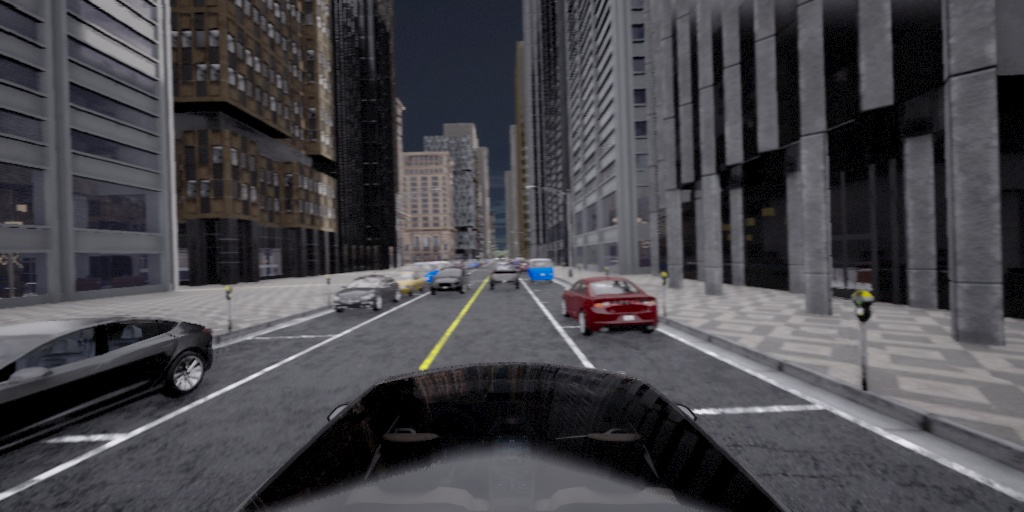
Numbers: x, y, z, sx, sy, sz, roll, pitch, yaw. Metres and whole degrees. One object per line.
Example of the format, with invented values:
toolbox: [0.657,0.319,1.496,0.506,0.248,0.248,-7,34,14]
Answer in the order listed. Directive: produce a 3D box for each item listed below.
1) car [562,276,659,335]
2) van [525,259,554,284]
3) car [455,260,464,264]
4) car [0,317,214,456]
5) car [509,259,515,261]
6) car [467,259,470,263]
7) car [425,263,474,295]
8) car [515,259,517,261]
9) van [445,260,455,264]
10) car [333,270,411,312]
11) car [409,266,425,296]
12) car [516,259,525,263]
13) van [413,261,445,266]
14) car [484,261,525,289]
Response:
car: [2.550,1.238,10.152,1.888,1.381,4.507,0,0,-1]
van: [2.143,1.091,27.069,1.690,1.789,3.998,0,0,-1]
car: [-6.647,1.493,38.137,1.967,1.591,4.097,0,0,-1]
car: [-5.833,1.504,4.303,1.948,1.339,4.313,0,0,-1]
car: [-0.885,1.405,40.569,1.812,1.442,4.674,-2,0,-1]
car: [-6.782,1.386,43.777,2.192,1.841,5.009,0,0,-1]
car: [-3.592,1.418,21.372,1.837,1.490,4.892,-2,0,-1]
car: [1.601,1.408,49.625,1.802,1.307,4.207,0,0,-1]
van: [-6.511,1.375,32.498,1.690,1.789,3.998,0,0,-1]
car: [-6.104,1.527,15.581,2.007,1.370,4.403,0,0,-1]
car: [-6.236,1.521,21.050,1.751,1.417,4.829,0,0,-1]
car: [1.736,1.389,43.986,1.802,1.307,4.207,0,0,-1]
van: [-6.375,1.356,26.859,1.690,1.789,3.998,0,0,-1]
car: [-0.488,1.316,23.849,2.128,1.511,4.902,-2,0,-1]
